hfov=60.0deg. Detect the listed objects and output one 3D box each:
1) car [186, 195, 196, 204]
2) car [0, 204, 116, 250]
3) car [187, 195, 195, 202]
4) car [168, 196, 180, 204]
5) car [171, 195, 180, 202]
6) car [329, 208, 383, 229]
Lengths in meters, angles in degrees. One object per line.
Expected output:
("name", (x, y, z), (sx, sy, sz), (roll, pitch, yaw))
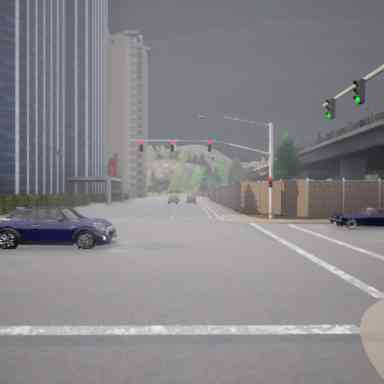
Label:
("car", (-0.146, 1.542, 63.642), (2.033, 1.411, 5.357), (0, 0, 0))
("car", (-5.534, 1.377, 13.902), (4.553, 1.767, 2.097), (0, 0, 0))
("car", (-0.170, 1.379, 74.043), (1.812, 1.442, 4.674), (0, 0, 0))
("car", (-3.646, 1.542, 63.634), (2.033, 1.411, 5.357), (0, 0, 0))
("car", (-3.670, 1.450, 74.065), (1.895, 1.301, 4.718), (0, 0, 0))
("car", (11.342, 1.655, 21.218), (4.718, 1.301, 1.895), (0, 0, 1))
